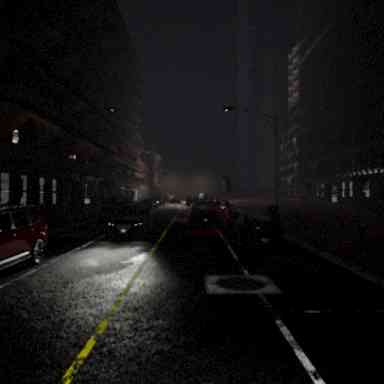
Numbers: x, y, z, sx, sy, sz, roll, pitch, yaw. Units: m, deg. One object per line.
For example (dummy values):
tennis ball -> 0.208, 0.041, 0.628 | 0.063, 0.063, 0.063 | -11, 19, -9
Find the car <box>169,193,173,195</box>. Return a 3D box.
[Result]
car -> -5.663, 1.527, 70.193 | 2.008, 1.369, 4.403 | 1, 0, 0

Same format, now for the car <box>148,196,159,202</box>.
car -> -5.669, 1.549, 42.346 | 1.947, 1.339, 4.313 | 1, 0, 0

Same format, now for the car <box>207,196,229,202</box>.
car -> 2.710, 1.427, 31.203 | 1.967, 1.590, 4.097 | 1, 0, 0

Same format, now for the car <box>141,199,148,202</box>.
car -> -5.672, 1.531, 31.206 | 1.887, 1.381, 4.507 | 1, 0, 0

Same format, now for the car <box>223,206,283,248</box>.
car -> 2.705, 1.544, 14.496 | 2.008, 1.369, 4.403 | 1, 0, 0

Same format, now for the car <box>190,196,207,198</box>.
car -> 0.888, 1.442, 31.941 | 1.801, 1.575, 5.366 | 0, 0, 0

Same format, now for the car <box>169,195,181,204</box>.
car -> -2.986, 1.644, 61.227 | 1.895, 1.301, 4.718 | 0, 0, 0

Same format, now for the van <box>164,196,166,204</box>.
van -> -5.664, 1.321, 53.486 | 1.690, 1.788, 3.998 | 1, 0, 0

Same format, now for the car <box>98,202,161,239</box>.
car -> -3.096, 1.483, 17.457 | 2.128, 1.511, 4.902 | 0, 0, 0

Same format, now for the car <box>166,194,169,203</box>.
car -> -5.665, 1.504, 58.885 | 1.752, 1.417, 4.829 | 1, 0, 0

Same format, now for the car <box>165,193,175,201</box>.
car -> -5.656, 1.289, 86.903 | 2.192, 1.841, 5.009 | 1, 0, 0

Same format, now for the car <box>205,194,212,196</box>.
car -> 2.713, 1.423, 42.343 | 1.967, 1.590, 4.097 | 1, 0, 0

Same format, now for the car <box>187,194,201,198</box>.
car -> 0.013, 1.331, 55.916 | 2.097, 1.767, 4.553 | 0, 0, 0

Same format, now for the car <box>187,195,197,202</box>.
car -> 0.017, 1.419, 72.034 | 2.128, 1.511, 4.902 | 0, 0, 0

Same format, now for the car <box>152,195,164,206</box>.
car -> -5.668, 1.532, 47.915 | 2.008, 1.369, 4.403 | 1, 0, 0

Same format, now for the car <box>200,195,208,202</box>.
car -> 2.719, 1.500, 75.930 | 1.752, 1.417, 4.829 | 1, 0, 0

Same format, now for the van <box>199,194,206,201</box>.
van -> 2.724, 1.315, 86.901 | 1.690, 1.788, 3.998 | 1, 0, 0

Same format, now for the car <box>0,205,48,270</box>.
car -> -5.673, 1.311, 8.929 | 2.192, 1.841, 5.009 | 1, 0, 0

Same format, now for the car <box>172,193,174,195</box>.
car -> -5.662, 1.501, 75.594 | 1.752, 1.417, 4.829 | 1, 0, 0

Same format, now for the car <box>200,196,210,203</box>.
car -> 2.717, 1.558, 70.191 | 1.802, 1.307, 4.206 | 1, 0, 0

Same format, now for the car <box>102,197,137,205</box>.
car -> -5.669, 1.304, 25.636 | 2.192, 1.841, 5.009 | 1, 0, 0

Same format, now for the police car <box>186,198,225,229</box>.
police car -> 0.690, 1.415, 21.847 | 1.930, 1.638, 5.238 | 0, 0, -2

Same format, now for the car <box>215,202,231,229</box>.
car -> 2.706, 1.542, 20.064 | 2.008, 1.369, 4.403 | 1, 0, 0
